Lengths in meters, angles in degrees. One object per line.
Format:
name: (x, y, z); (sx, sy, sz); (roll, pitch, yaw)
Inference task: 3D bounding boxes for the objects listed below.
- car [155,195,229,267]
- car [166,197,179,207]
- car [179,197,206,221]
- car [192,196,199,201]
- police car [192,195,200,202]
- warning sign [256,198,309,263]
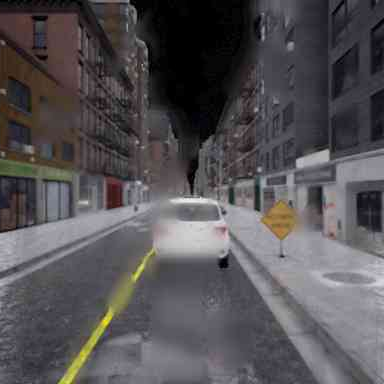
car: (0.056, 1.229, 11.620); (2.150, 2.045, 5.566); (0, 0, 2)
car: (-3.067, 1.558, 52.678); (1.837, 1.490, 4.892); (0, -1, 0)
car: (0.066, 1.368, 27.655); (2.097, 1.767, 4.553); (0, 0, 0)
car: (0.896, 1.697, 90.134); (1.812, 1.442, 4.674); (0, 0, 0)
police car: (0.896, 1.558, 80.243); (1.930, 1.638, 5.238); (0, 0, 0)
warning sign: (2.716, 1.122, 10.133); (1.300, 1.860, 1.060); (0, 0, 0)
